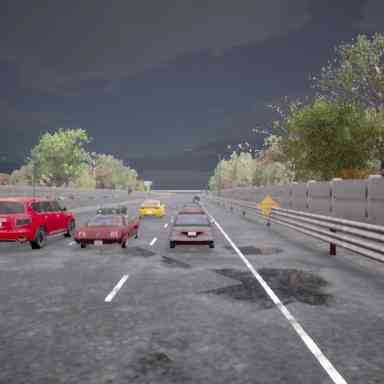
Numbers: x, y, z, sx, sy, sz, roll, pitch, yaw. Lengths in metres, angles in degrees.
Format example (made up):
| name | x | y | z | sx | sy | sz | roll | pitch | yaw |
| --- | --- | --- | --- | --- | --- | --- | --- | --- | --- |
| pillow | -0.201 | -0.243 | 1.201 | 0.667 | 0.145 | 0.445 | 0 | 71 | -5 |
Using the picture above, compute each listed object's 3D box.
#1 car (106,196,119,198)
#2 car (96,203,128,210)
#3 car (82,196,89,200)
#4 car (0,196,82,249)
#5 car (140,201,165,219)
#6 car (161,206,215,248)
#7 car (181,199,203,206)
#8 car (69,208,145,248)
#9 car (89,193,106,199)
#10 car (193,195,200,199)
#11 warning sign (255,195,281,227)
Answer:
| name | x | y | z | sx | sy | sz | roll | pitch | yaw |
| --- | --- | --- | --- | --- | --- | --- | --- | --- | --- |
| car | -17.499 | 1.588 | 75.958 | 2.128 | 1.511 | 4.902 | 0 | 0 | 0 |
| car | -7.000 | 1.633 | 29.680 | 1.895 | 1.301 | 4.718 | 0 | 0 | 0 |
| car | -24.500 | 1.588 | 75.958 | 2.128 | 1.511 | 4.902 | 0 | 0 | 0 |
| car | -7.000 | 1.261 | 14.680 | 2.150 | 2.045 | 5.566 | 0 | 0 | 0 |
| car | -3.500 | 1.502 | 29.651 | 1.882 | 1.535 | 5.008 | 0 | 0 | 0 |
| car | 0.000 | 1.567 | 14.650 | 2.033 | 1.411 | 5.357 | 0 | 0 | 0 |
| car | 0.000 | 1.590 | 29.650 | 1.994 | 1.385 | 4.181 | 0 | 0 | 0 |
| car | -3.500 | 1.620 | 14.680 | 1.895 | 1.301 | 4.718 | 0 | 0 | 0 |
| car | -21.000 | 1.288 | 75.928 | 2.150 | 2.045 | 5.566 | 0 | 0 | 0 |
| car | 1.225 | 1.658 | 89.906 | 1.837 | 1.490 | 4.892 | 0 | 0 | 0 |
| warning sign | 4.549 | 1.121 | 19.907 | 1.300 | 1.860 | 1.060 | 0 | 0 | 0 |
